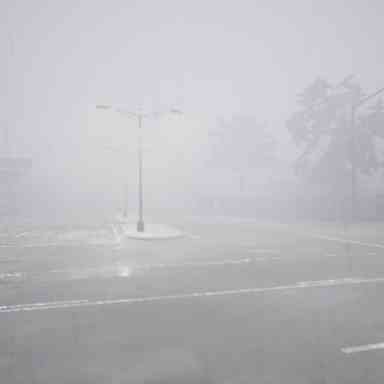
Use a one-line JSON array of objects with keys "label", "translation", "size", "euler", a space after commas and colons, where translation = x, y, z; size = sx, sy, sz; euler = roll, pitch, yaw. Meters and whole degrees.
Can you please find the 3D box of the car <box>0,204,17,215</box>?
[{"label": "car", "translation": [-27.881, 2.627, 49.897], "size": [2.242, 1.667, 4.611], "euler": [0, -1, -14]}]
